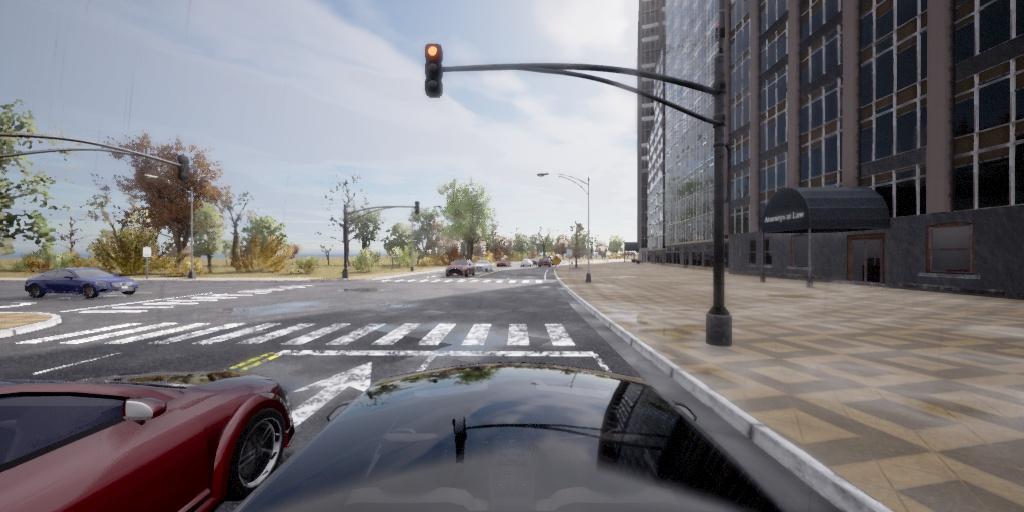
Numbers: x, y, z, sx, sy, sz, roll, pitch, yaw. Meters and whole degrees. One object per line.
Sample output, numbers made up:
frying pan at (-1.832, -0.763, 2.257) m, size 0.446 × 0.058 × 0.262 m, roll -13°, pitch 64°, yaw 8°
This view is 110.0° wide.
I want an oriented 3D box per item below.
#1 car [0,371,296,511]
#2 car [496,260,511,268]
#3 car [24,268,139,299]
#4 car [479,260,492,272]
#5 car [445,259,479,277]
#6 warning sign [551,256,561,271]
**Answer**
car at (-3.108, 1.314, 1.797) m, size 1.994 × 1.385 × 4.181 m, roll 0°, pitch 0°, yaw 0°
car at (-1.490, 1.355, 61.860) m, size 1.895 × 1.301 × 4.718 m, roll 0°, pitch 0°, yaw 10°
car at (-21.665, 1.323, 18.076) m, size 4.674 × 1.442 × 1.812 m, roll 0°, pitch 0°, yaw 4°
car at (-3.771, 1.275, 46.237) m, size 1.812 × 1.442 × 4.674 m, roll 0°, pitch 0°, yaw 7°
car at (-4.974, 1.100, 35.003) m, size 2.097 × 1.767 × 4.553 m, roll 0°, pitch 0°, yaw 6°
warning sign at (5.419, 0.869, 43.943) m, size 1.300 × 1.860 × 1.060 m, roll 0°, pitch 0°, yaw 7°
